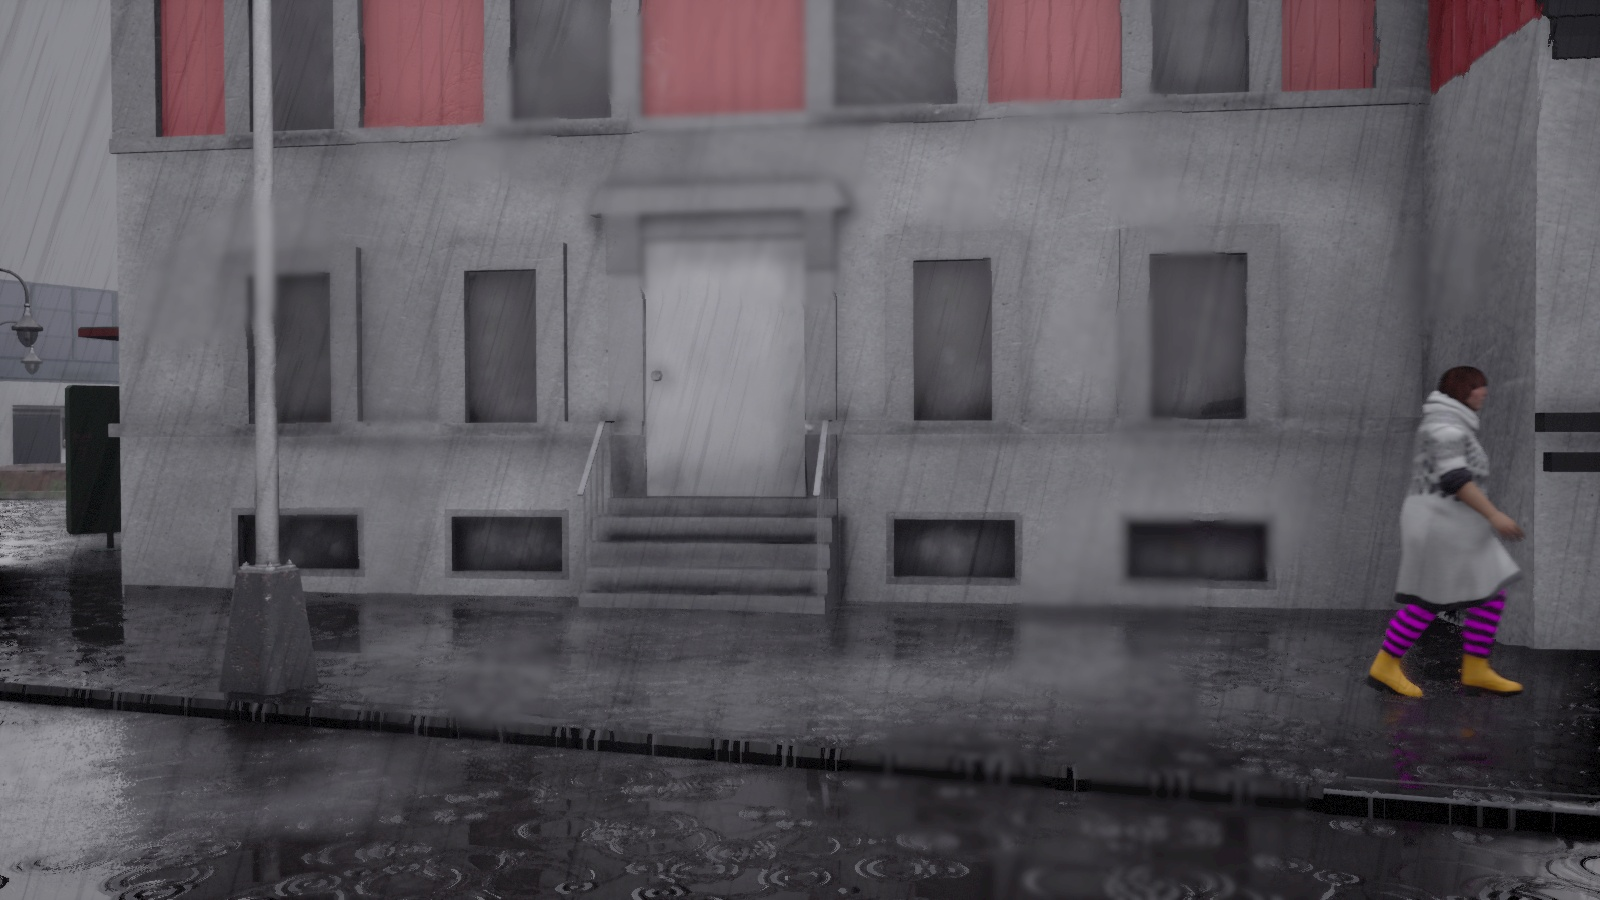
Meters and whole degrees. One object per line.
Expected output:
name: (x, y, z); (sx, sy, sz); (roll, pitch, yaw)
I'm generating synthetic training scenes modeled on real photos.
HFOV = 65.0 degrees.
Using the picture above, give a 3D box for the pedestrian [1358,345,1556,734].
pedestrian: (3.557, 0.441, 6.797); (0.873, 1.952, 0.659); (1, 1, 33)
